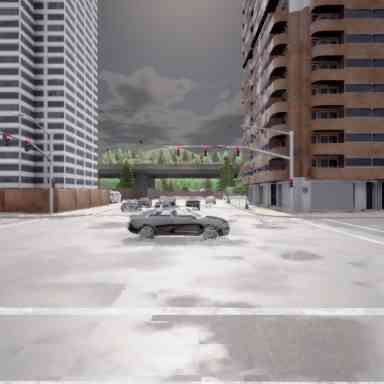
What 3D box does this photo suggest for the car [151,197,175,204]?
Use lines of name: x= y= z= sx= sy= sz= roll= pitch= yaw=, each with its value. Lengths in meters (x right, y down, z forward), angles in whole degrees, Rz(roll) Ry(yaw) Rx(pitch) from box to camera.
car: x=-3.590 y=1.547 z=42.289 sx=2.033 sy=1.411 sz=5.357 roll=0 pitch=0 yaw=0

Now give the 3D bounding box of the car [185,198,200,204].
car: x=0.091 y=1.504 z=43.858 sx=1.837 sy=1.490 sz=4.892 roll=0 pitch=0 yaw=0

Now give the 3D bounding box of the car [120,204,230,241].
car: x=-0.660 y=1.491 z=16.013 sx=4.902 sy=1.511 sz=2.128 roll=0 pitch=0 yaw=0

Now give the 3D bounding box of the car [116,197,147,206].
car: x=-7.091 y=1.547 z=39.420 sx=2.033 sy=1.411 sz=5.357 roll=0 pitch=0 yaw=0

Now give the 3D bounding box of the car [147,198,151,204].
car: x=-7.078 y=1.547 z=49.773 sx=2.033 sy=1.411 sz=5.357 roll=0 pitch=0 yaw=0

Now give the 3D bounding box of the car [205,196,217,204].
car: x=3.514 y=1.526 z=63.150 sx=1.812 sy=1.442 sz=4.674 roll=0 pitch=0 yaw=0
